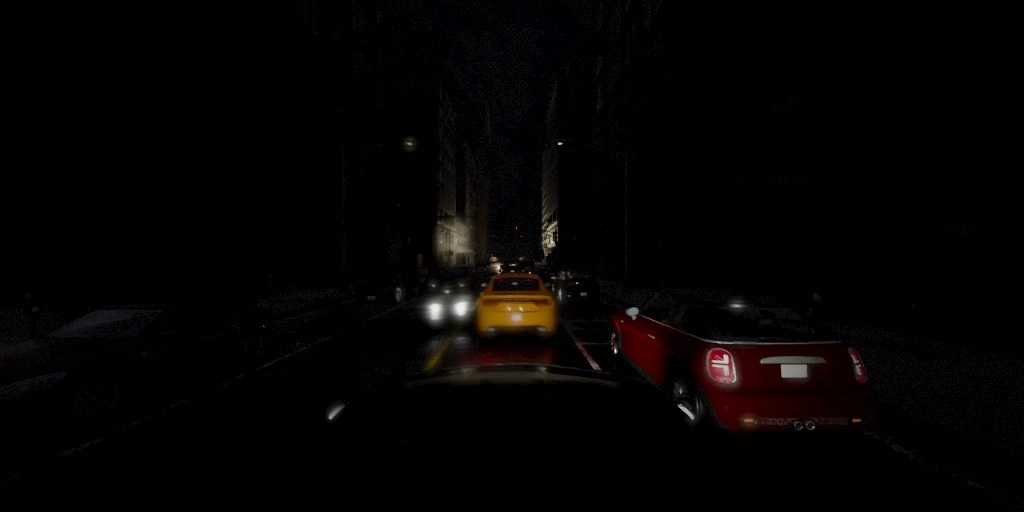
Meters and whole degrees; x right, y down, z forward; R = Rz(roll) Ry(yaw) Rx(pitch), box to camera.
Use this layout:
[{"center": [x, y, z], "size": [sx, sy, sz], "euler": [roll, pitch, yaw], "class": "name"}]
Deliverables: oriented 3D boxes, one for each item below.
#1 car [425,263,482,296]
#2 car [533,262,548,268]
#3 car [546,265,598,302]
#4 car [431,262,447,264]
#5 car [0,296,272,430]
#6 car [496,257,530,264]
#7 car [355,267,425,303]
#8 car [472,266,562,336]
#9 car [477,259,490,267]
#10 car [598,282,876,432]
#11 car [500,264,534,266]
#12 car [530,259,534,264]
[{"center": [-3.037, 1.298, 19.536], "size": [2.033, 1.411, 5.357], "euler": [0, 0, 0], "class": "car"}, {"center": [2.910, 1.318, 27.577], "size": [1.948, 1.339, 4.313], "euler": [0, 0, 0], "class": "car"}, {"center": [2.887, 1.301, 16.575], "size": [2.007, 1.370, 4.403], "euler": [0, 0, 0], "class": "car"}, {"center": [-5.615, 1.192, 27.595], "size": [1.967, 1.591, 4.097], "euler": [0, 0, 0], "class": "car"}, {"center": [-5.661, 1.332, 5.590], "size": [1.802, 1.307, 4.207], "euler": [0, 0, 0], "class": "car"}, {"center": [0.085, 1.104, 28.181], "size": [2.097, 1.767, 4.553], "euler": [0, 0, 1], "class": "car"}, {"center": [-5.638, 1.316, 16.593], "size": [1.948, 1.339, 4.313], "euler": [0, 0, 0], "class": "car"}, {"center": [0.115, 1.228, 10.460], "size": [1.882, 1.535, 5.008], "euler": [0, 0, 0], "class": "car"}, {"center": [-5.502, 1.373, 64.697], "size": [1.802, 1.307, 4.207], "euler": [0, 0, 0], "class": "car"}, {"center": [2.865, 1.189, 5.572], "size": [1.967, 1.591, 4.097], "euler": [0, 0, 0], "class": "car"}, {"center": [0.137, 1.315, 19.449], "size": [1.994, 1.385, 4.181], "euler": [0, 0, 0], "class": "car"}, {"center": [3.023, 1.231, 64.666], "size": [1.967, 1.591, 4.097], "euler": [0, 0, 0], "class": "car"}]
